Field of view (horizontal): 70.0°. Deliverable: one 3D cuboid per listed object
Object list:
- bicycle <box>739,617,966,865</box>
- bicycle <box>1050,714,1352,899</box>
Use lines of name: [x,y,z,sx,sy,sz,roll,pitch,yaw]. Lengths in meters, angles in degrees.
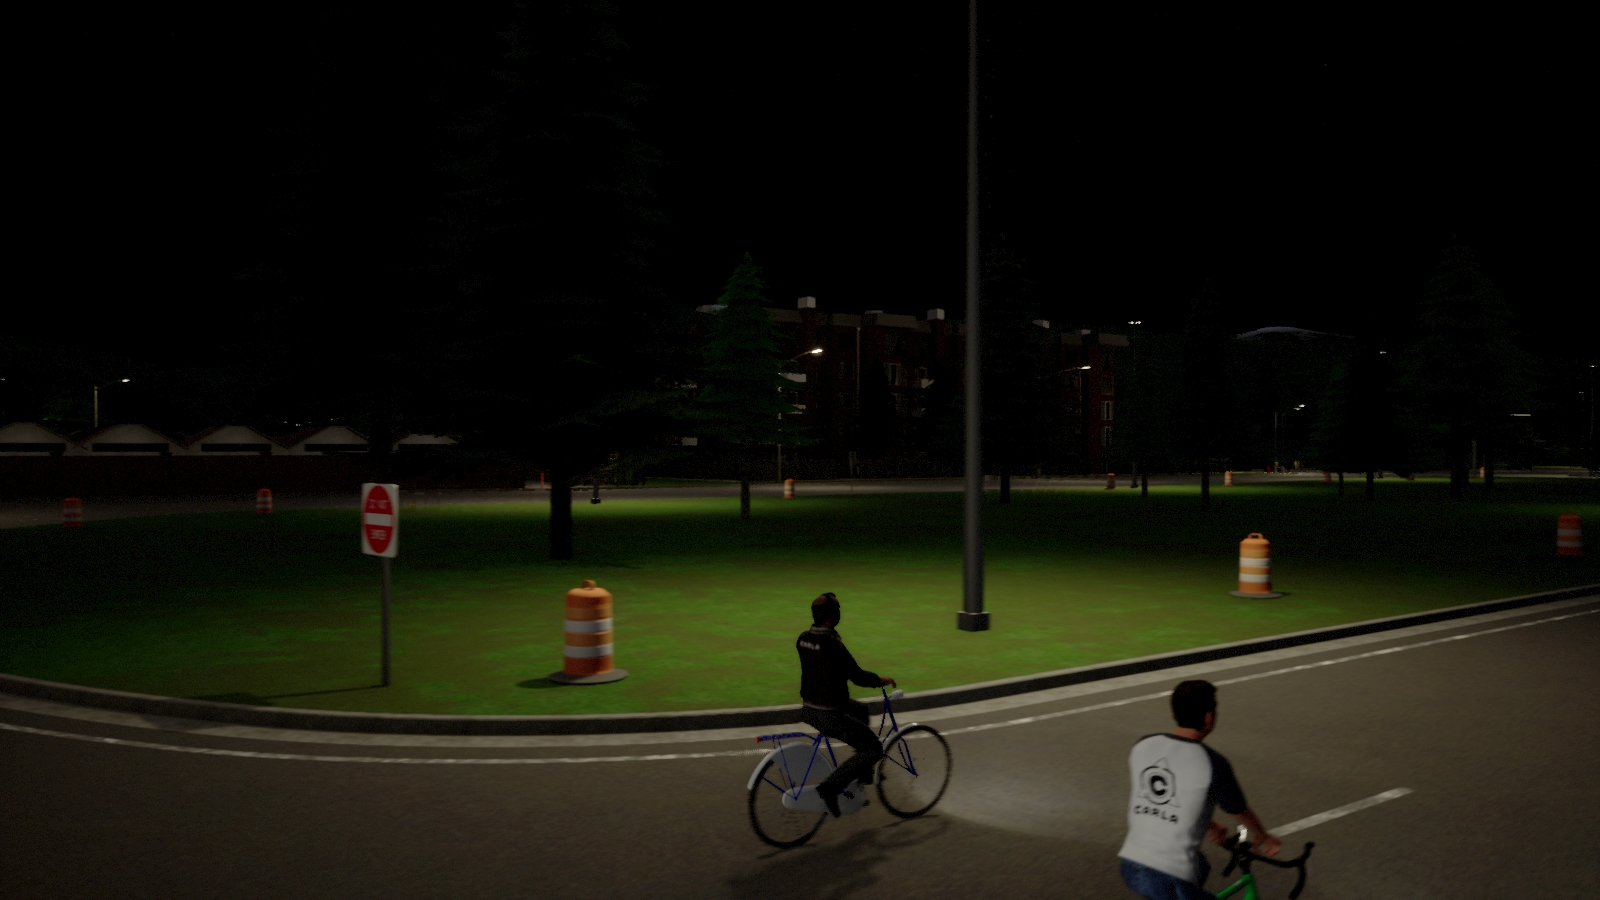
bicycle: [0.426,2.060,8.364,1.835,1.471,0.329,0,0,-35]
bicycle: [1.816,2.056,5.056,1.643,1.496,0.373,0,0,-35]
